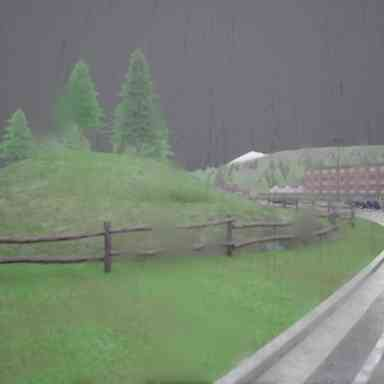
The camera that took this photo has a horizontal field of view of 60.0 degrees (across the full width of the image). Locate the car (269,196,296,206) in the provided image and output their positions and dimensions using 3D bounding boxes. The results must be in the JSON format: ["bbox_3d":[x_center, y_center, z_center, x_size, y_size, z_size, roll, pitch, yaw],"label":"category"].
[{"bbox_3d":[13.362,1.325,49.542,1.837,1.490,4.892,2,-1,-25],"label":"car"}]

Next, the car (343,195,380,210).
[{"bbox_3d":[20.001,1.188,39.506,2.097,1.767,4.553,-1,0,-8],"label":"car"}]
